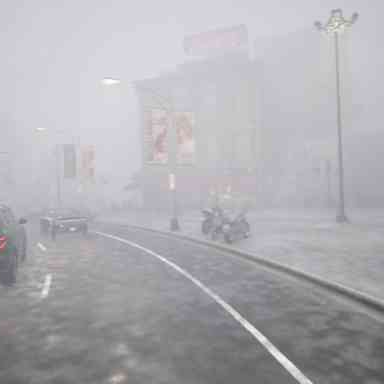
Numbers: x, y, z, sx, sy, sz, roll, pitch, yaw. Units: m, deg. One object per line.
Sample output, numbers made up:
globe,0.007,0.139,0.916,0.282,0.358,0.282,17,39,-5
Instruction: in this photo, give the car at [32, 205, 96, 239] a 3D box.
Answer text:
car,-7.359,1.696,18.821,2.128,1.511,4.902,-2,0,-34

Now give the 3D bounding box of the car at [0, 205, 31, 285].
car,-6.191,1.412,9.679,2.150,2.045,5.566,-2,0,-23

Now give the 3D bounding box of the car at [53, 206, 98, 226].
car,-9.557,1.851,26.995,1.895,1.301,4.718,-2,0,-39

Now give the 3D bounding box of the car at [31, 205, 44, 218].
car,-13.709,1.913,30.944,4.674,1.452,2.002,-2,0,41
